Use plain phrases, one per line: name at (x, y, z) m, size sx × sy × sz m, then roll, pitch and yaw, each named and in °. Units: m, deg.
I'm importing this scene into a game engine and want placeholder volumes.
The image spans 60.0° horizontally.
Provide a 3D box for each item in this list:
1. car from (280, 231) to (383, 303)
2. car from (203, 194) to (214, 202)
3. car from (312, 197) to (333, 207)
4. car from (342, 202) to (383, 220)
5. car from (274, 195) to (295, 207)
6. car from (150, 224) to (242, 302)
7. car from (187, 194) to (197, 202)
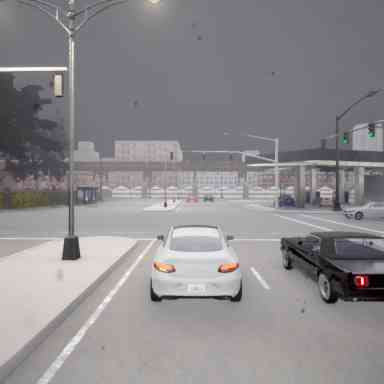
car at (3.590, 1.599, 8.116) m, size 1.895 × 1.301 × 4.718 m, roll 0°, pitch 0°, yaw 0°
car at (3.526, 1.251, 72.319) m, size 2.097 × 1.767 × 4.553 m, roll 0°, pitch 0°, yaw 0°
car at (18.973, 1.431, 48.432) m, size 1.970 × 1.475 × 3.806 m, roll 0°, pitch 0°, yaw 0°
car at (14.898, 1.521, 27.487) m, size 4.674 × 1.442 × 1.812 m, roll 0°, pitch 0°, yaw -1°
car at (13.228, 1.258, 47.671) m, size 2.242 × 1.667 × 4.611 m, roll 0°, pitch 0°, yaw 0°
car at (0.085, 1.516, 8.133) m, size 1.812 × 1.442 × 4.674 m, roll 0°, pitch 0°, yaw 0°
car at (0.026, 1.244, 72.320) m, size 2.097 × 1.767 × 4.553 m, roll 0°, pitch 0°, yaw 0°
